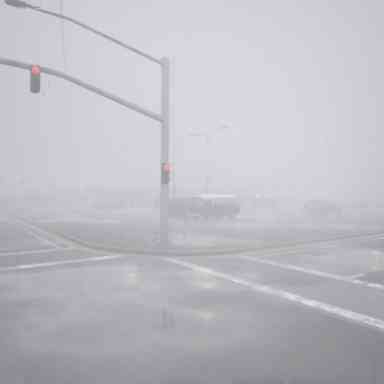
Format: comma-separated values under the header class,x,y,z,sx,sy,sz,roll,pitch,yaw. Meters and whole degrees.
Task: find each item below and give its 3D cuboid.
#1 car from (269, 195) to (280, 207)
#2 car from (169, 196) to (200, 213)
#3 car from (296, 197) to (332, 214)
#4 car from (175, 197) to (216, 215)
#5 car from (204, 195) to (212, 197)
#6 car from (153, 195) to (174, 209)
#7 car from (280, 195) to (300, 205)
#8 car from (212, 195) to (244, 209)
class,x,y,z,sx,sy,sz,roll,pitch,yaw
car,18.884,1.860,70.036,3.806,1.475,1.970,1,0,-35
car,-1.262,1.576,42.155,3.905,1.438,1.784,1,0,-35
car,16.070,1.723,43.791,3.806,1.475,1.970,1,0,-35
car,0.407,1.607,39.789,3.806,1.475,1.970,1,0,-35
car,4.629,1.693,59.943,3.905,1.438,1.784,1,0,-35
car,-2.850,1.365,44.318,4.605,1.855,1.932,1,0,-35
car,20.547,1.620,67.666,3.866,1.878,1.905,1,0,-35
car,6.249,1.482,57.541,4.605,1.855,1.932,1,0,-35
